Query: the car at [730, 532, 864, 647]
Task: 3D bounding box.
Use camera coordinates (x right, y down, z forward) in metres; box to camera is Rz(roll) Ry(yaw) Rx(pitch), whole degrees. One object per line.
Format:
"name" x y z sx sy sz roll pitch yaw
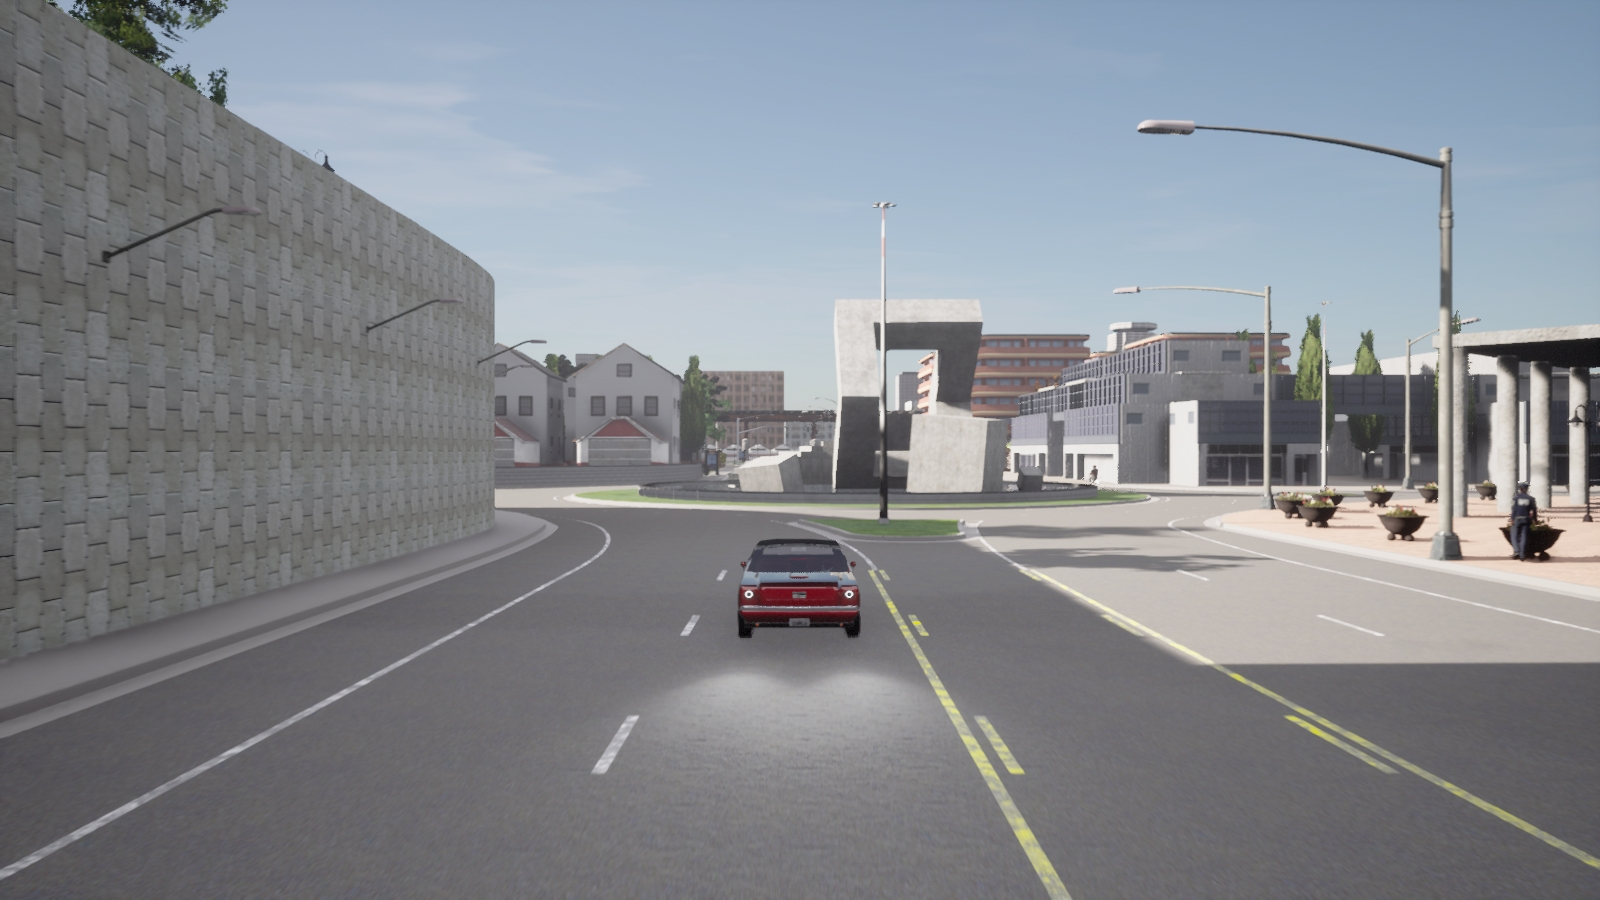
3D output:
"car" -0.057 2.155 18.596 1.895 1.301 4.718 0 0 0

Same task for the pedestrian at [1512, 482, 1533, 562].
"pedestrian" 17.032 1.695 26.927 0.375 1.860 0.375 0 0 26
